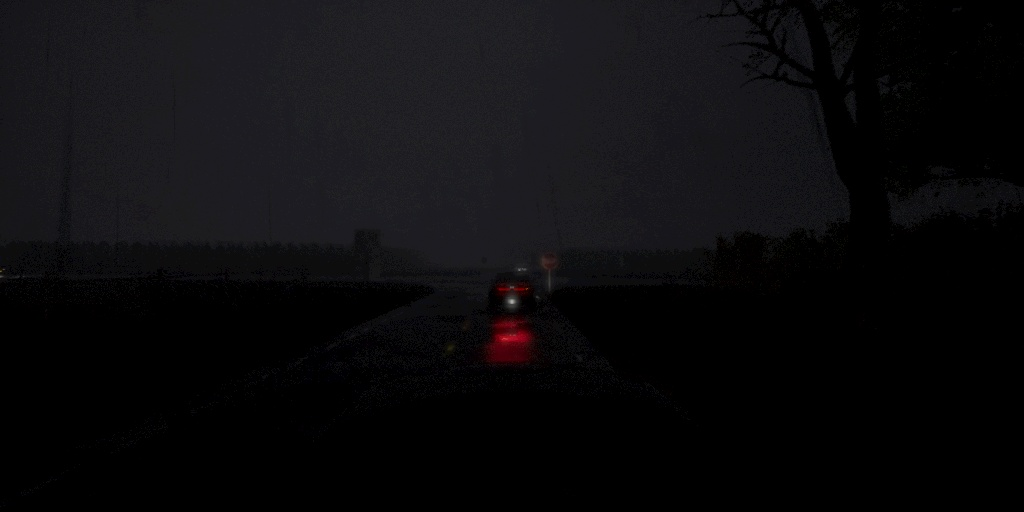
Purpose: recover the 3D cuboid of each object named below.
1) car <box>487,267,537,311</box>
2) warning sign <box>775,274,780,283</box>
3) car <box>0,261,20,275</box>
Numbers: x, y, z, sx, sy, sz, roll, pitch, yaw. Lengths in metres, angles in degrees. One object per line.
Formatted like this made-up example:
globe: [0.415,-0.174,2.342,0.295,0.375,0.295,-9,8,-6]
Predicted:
car: [0.003,1.397,15.280,1.837,1.490,4.892,0,0,0]
warning sign: [21.169,1.273,28.394,1.060,1.860,1.300,0,0,5]
car: [-52.893,1.240,36.420,4.892,1.490,1.837,0,-1,4]
